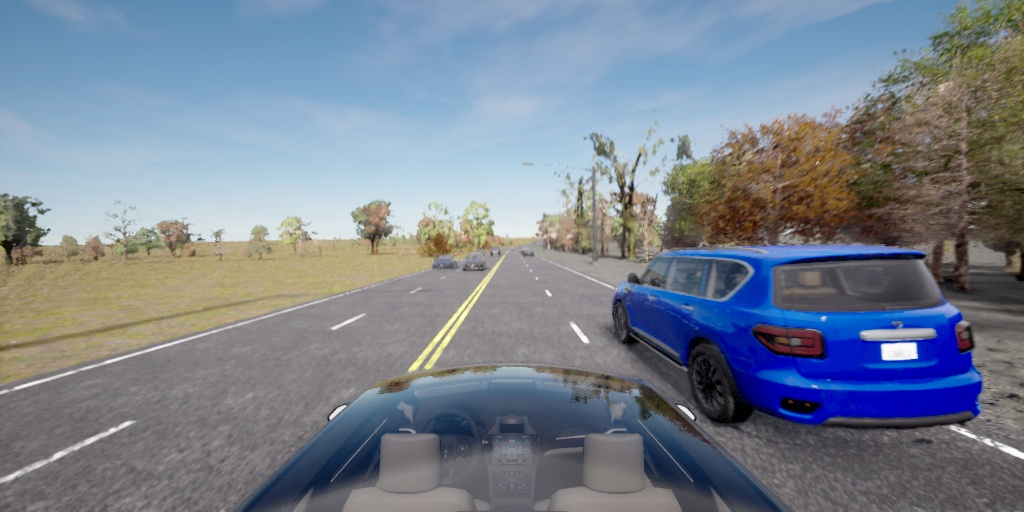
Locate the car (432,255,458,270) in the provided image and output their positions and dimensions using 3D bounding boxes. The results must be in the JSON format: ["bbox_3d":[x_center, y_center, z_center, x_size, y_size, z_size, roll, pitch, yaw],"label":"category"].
[{"bbox_3d":[-6.612,0.623,35.540,1.994,1.385,4.181,-1,2,0],"label":"car"}]

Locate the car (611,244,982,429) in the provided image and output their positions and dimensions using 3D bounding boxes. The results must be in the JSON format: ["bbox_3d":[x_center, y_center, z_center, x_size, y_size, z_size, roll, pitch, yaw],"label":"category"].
[{"bbox_3d":[3.333,0.851,5.796,2.150,2.045,5.566,-2,2,-1],"label":"car"}]

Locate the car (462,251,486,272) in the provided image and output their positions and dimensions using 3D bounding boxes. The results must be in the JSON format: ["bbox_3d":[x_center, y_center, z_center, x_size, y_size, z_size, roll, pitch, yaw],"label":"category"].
[{"bbox_3d":[-3.369,0.566,32.534,1.837,1.490,4.892,-1,2,0],"label":"car"}]
